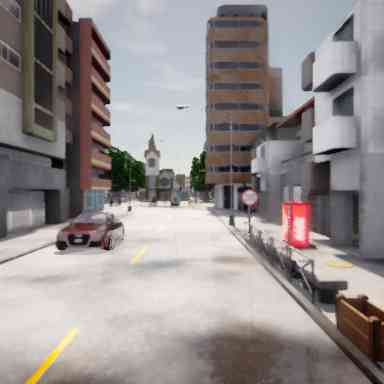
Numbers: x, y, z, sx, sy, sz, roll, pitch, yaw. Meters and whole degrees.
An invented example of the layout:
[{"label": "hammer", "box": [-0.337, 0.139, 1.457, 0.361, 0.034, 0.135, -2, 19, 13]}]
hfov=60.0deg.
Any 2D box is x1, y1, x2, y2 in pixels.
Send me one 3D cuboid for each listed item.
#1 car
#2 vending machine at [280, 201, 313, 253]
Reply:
[{"label": "car", "box": [-4.103, 1.566, 14.023, 1.994, 1.385, 4.181, 0, 0, 0]}, {"label": "vending machine", "box": [4.299, 1.417, 13.792, 1.100, 2.100, 0.880, 0, 0, 0]}]
